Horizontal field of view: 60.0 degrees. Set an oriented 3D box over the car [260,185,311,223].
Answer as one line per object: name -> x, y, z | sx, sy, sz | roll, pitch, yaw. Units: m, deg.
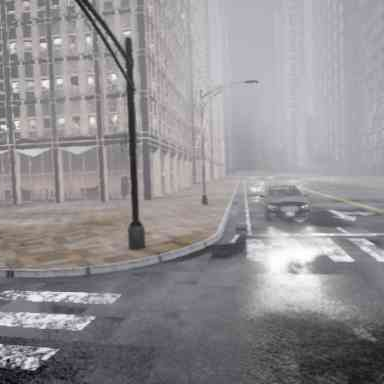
car -> 4.190, 0.441, 15.420 | 2.128, 1.511, 4.902 | -2, 3, 9
